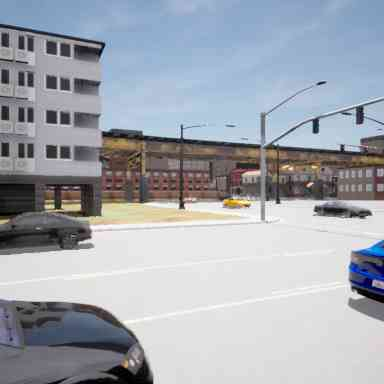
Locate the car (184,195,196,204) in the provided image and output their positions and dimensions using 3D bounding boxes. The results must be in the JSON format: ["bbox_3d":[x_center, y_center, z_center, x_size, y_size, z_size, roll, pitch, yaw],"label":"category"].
[{"bbox_3d":[-0.364,1.350,63.523,2.097,1.767,4.553,0,0,1],"label":"car"}]

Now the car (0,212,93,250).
[{"bbox_3d":[-6.278,1.526,12.921,4.674,1.442,1.812,0,0,-29],"label":"car"}]

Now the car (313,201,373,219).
[{"bbox_3d":[13.187,1.547,29.533,2.033,1.411,5.357,0,0,-21],"label":"car"}]

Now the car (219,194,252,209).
[{"bbox_3d":[6.056,1.477,44.815,1.882,1.535,5.008,0,0,-25],"label":"car"}]

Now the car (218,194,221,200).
[{"bbox_3d":[8.275,1.539,78.703,2.033,1.411,5.357,0,0,40],"label":"car"}]

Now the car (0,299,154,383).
[{"bbox_3d":[-2.432,1.564,2.747,4.181,1.385,1.994,0,0,-32],"label":"car"}]

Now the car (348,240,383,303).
[{"bbox_3d":[5.547,1.478,6.898,5.008,1.535,1.882,0,0,-25],"label":"car"}]
